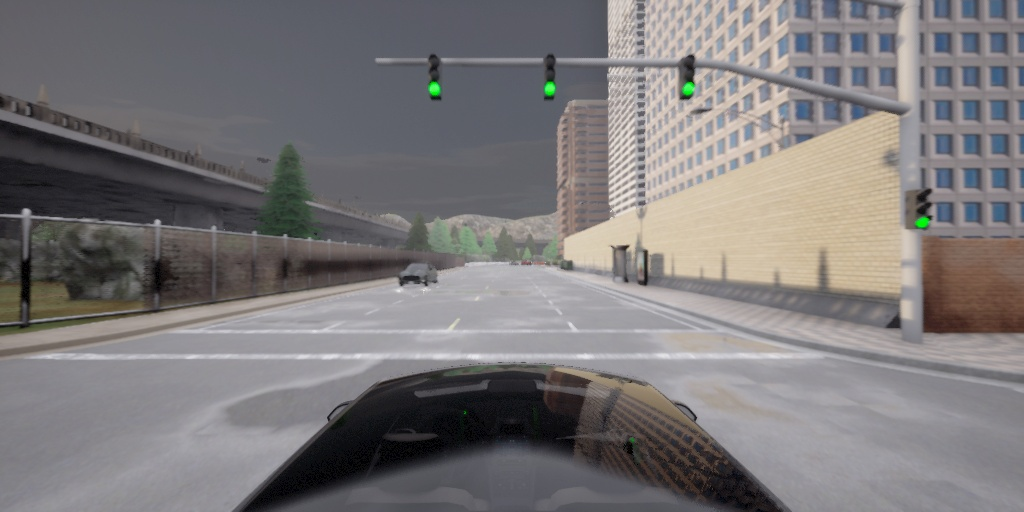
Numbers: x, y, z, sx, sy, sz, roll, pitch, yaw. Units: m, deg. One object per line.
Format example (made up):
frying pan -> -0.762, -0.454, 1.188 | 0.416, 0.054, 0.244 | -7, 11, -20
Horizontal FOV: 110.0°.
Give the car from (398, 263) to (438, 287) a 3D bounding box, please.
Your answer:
car -> -6.991, 1.281, 27.088 | 2.097, 1.767, 4.553 | 0, -1, 0
